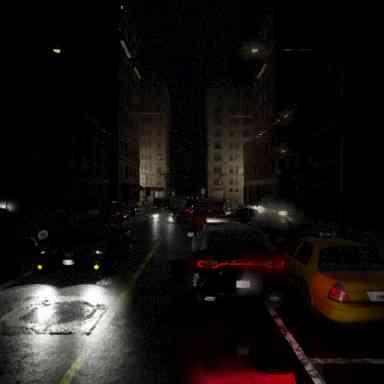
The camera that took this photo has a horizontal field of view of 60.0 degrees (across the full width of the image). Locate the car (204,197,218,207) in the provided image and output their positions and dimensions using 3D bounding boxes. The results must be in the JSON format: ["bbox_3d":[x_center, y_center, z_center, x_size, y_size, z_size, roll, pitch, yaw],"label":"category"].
[{"bbox_3d":[2.933,1.534,51.797,1.947,1.339,4.313,-1,0,0],"label":"car"}]

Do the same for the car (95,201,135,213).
[{"bbox_3d":[-5.649,1.431,23.878,1.967,1.590,4.097,-1,0,0],"label":"car"}]

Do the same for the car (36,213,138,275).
[{"bbox_3d":[-3.088,1.561,10.273,1.994,1.385,4.181,0,0,0],"label":"car"}]

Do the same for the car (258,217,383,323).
[{"bbox_3d":[2.864,1.523,7.280,1.752,1.417,4.829,-1,0,0],"label":"car"}]

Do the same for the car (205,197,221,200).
[{"bbox_3d":[2.915,1.530,40.625,2.008,1.369,4.403,-1,0,0],"label":"car"}]

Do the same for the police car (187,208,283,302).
[{"bbox_3d":[0.908,1.423,8.449,1.930,1.638,5.238,0,0,0],"label":"police car"}]

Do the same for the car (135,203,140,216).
[{"bbox_3d":[-5.640,1.570,29.464,1.802,1.307,4.206,-1,0,0],"label":"car"}]

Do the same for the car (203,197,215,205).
[{"bbox_3d":[2.941,1.544,57.382,1.802,1.307,4.206,-1,0,0],"label":"car"}]

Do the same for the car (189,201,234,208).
[{"bbox_3d":[0.921,1.471,18.340,1.882,1.535,5.008,0,0,0],"label":"car"}]

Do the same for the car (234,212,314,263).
[{"bbox_3d":[2.872,1.561,12.695,1.947,1.339,4.313,-1,0,0],"label":"car"}]

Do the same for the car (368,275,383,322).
[{"bbox_3d":[2.856,1.581,1.523,1.802,1.307,4.206,-1,0,0],"label":"car"}]

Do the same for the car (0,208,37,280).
[{"bbox_3d":[-5.673,1.313,7.121,2.192,1.841,5.009,-1,0,0],"label":"car"}]

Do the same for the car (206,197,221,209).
[{"bbox_3d":[2.924,1.499,46.380,1.752,1.417,4.829,-1,0,0],"label":"car"}]

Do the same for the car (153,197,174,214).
[{"bbox_3d":[-2.956,1.489,35.751,1.837,1.490,4.892,0,0,0],"label":"car"}]

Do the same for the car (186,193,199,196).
[{"bbox_3d":[0.075,1.182,59.545,2.150,2.045,5.566,0,0,0],"label":"car"}]

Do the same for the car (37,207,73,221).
[{"bbox_3d":[-5.664,1.436,12.707,1.967,1.590,4.097,-1,0,0],"label":"car"}]

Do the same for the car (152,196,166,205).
[{"bbox_3d":[-5.604,1.507,57.392,1.887,1.381,4.507,-1,0,0],"label":"car"}]

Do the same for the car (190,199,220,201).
[{"bbox_3d":[0.928,1.496,24.340,1.837,1.490,4.892,0,0,0],"label":"car"}]

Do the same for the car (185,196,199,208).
[{"bbox_3d":[0.075,1.575,46.267,1.895,1.301,4.718,0,0,1],"label":"car"}]

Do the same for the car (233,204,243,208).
[{"bbox_3d":[2.881,1.559,18.281,1.947,1.339,4.313,-1,0,0],"label":"car"}]
